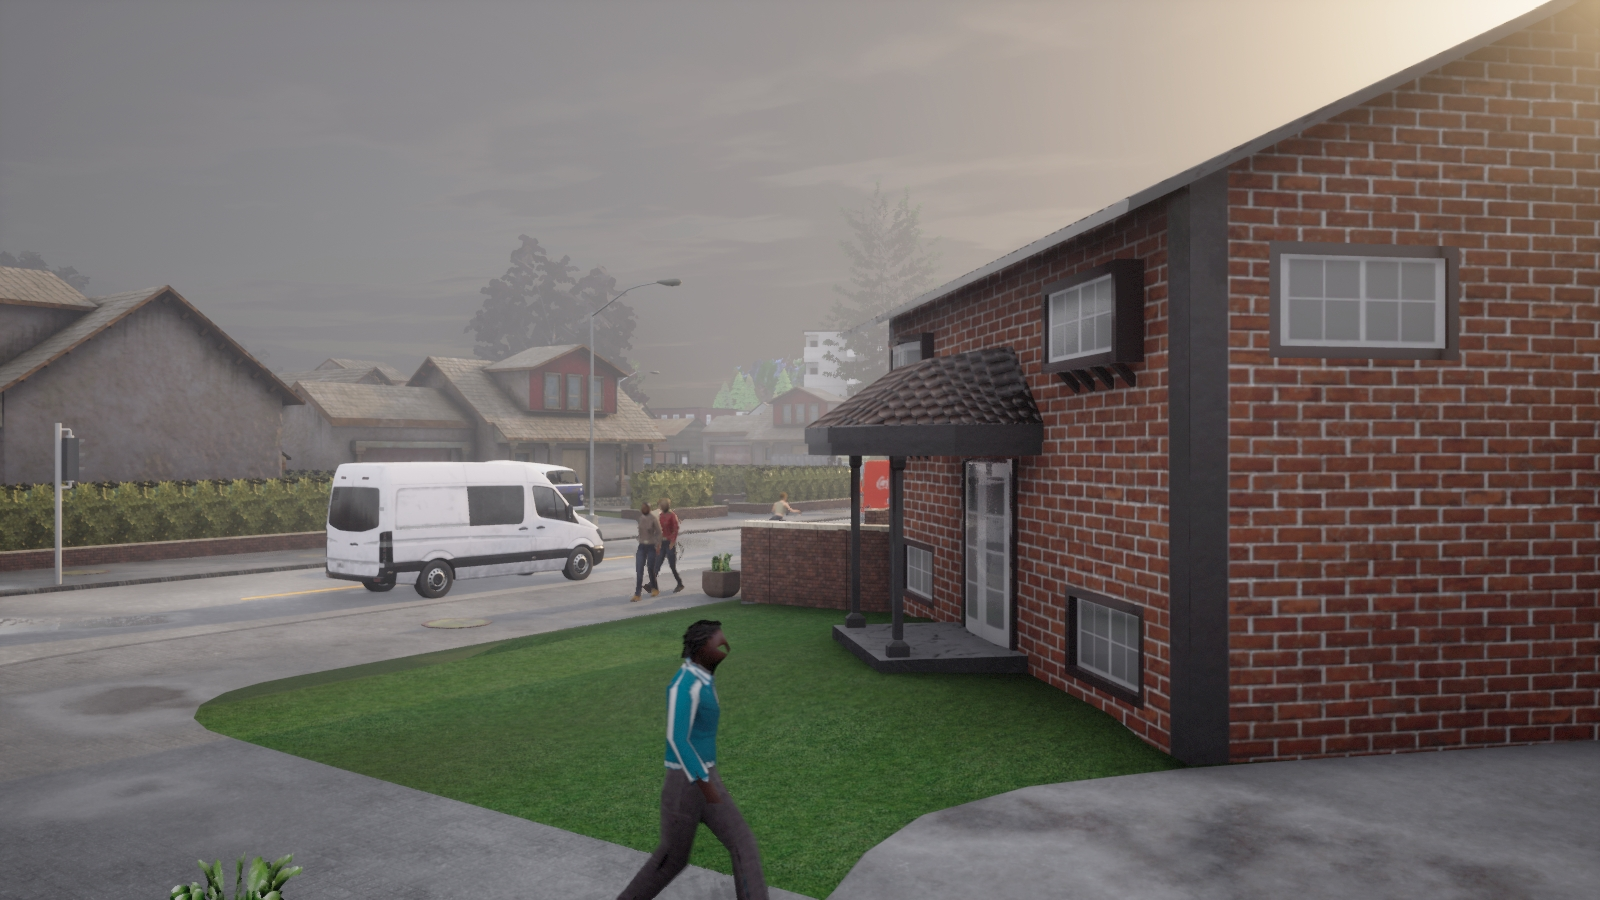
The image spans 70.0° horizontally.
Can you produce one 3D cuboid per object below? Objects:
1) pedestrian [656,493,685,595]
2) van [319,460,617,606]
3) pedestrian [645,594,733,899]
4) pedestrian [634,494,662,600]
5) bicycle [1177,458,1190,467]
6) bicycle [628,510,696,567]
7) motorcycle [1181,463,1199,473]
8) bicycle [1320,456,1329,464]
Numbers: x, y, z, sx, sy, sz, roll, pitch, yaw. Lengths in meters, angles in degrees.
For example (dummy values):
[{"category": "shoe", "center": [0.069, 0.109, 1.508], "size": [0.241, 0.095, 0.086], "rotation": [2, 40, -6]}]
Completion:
[{"category": "pedestrian", "center": [-2.411, 1.735, 21.240], "size": [0.375, 1.860, 0.375], "rotation": [0, 0, 37]}, {"category": "van", "center": [-6.589, 1.522, 23.474], "size": [1.988, 2.561, 5.915], "rotation": [0, 0, 36]}, {"category": "pedestrian", "center": [-0.598, 1.743, 6.224], "size": [0.375, 1.860, 0.375], "rotation": [0, 0, 14]}, {"category": "pedestrian", "center": [-2.726, 1.735, 20.498], "size": [0.375, 1.860, 0.375], "rotation": [0, 0, 21]}, {"category": "bicycle", "center": [60.813, 2.027, 181.129], "size": [1.835, 1.471, 0.329], "rotation": [0, 0, 35]}, {"category": "bicycle", "center": [-3.360, 2.146, 27.976], "size": [0.859, 1.276, 1.487], "rotation": [0, -1, 36]}, {"category": "motorcycle", "center": [47.455, 2.161, 139.026], "size": [2.033, 1.199, 0.803], "rotation": [0, 0, 35]}, {"category": "bicycle", "center": [105.469, 2.028, 229.753], "size": [1.643, 1.496, 0.373], "rotation": [0, 0, 35]}]
